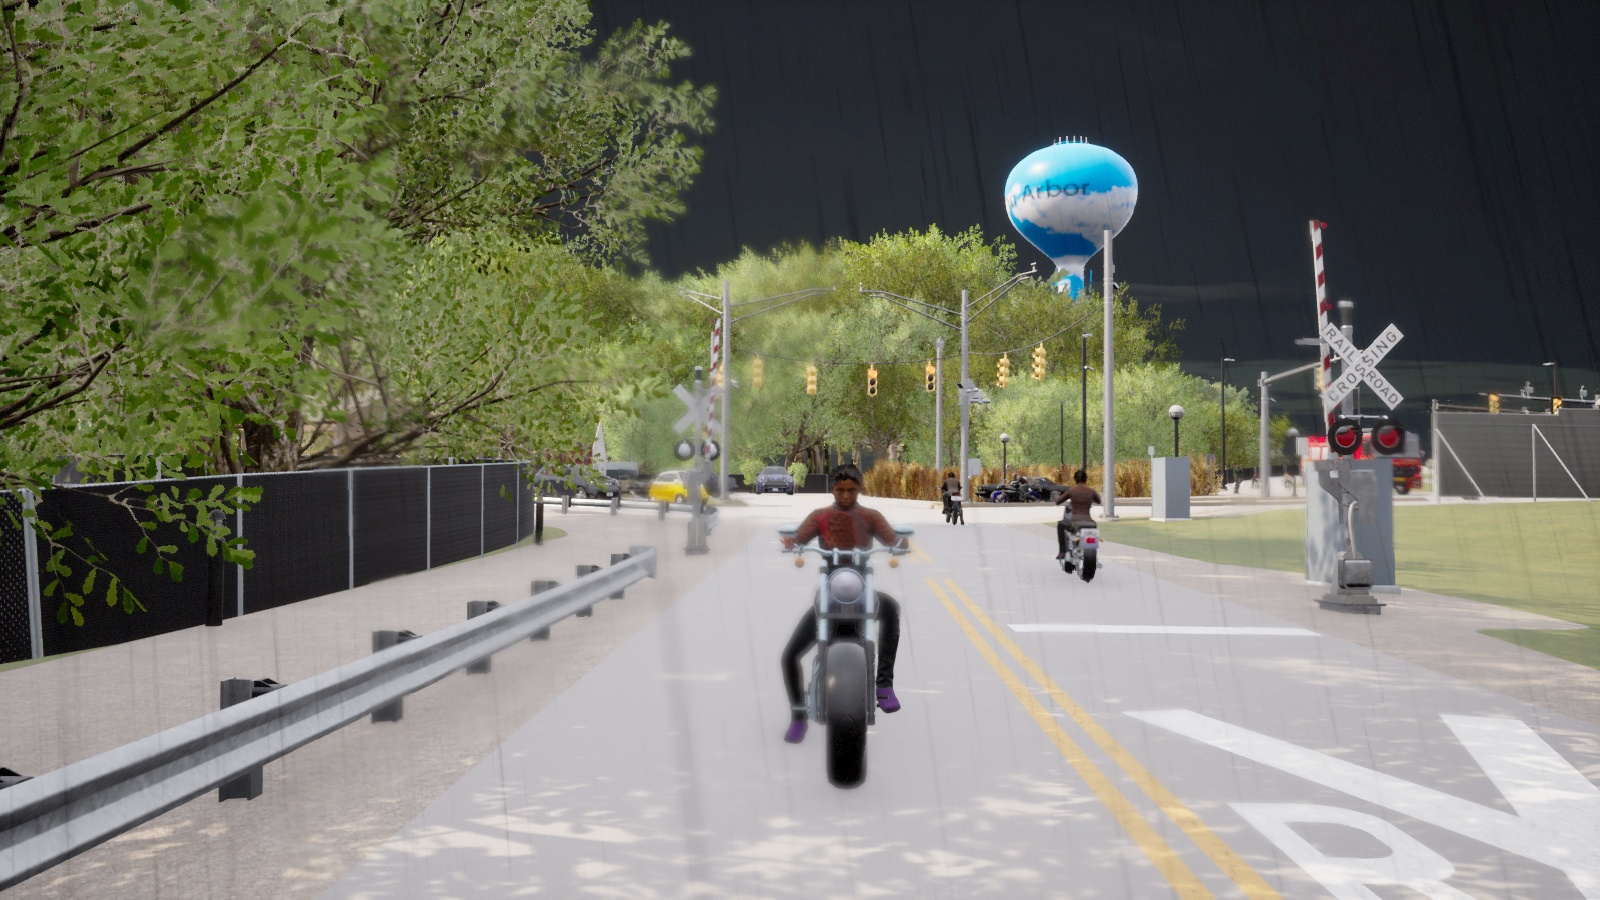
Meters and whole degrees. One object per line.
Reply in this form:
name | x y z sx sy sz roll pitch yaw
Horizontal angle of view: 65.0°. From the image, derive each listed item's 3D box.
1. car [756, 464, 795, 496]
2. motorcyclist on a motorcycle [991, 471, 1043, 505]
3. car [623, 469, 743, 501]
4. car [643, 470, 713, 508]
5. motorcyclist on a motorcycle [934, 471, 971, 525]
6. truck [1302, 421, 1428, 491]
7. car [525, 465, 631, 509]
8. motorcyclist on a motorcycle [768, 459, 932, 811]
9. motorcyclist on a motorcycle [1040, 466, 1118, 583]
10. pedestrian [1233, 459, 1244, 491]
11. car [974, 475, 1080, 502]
car | -1.446 1.721 72.511 2.097 1.767 4.553 0 -1 -3
motorcyclist on a motorcycle | 9.852 1.730 57.019 2.191 1.530 0.866 0 -1 -4
car | -5.567 1.672 60.031 5.357 1.411 2.033 0 -1 -33
car | -4.659 1.502 47.847 2.207 1.376 1.481 -2 -3 34
motorcyclist on a motorcycle | 4.416 1.370 36.557 0.797 1.523 2.044 1 -1 -1
truck | 32.598 0.409 72.909 2.891 3.827 8.468 0 -1 -5
car | -7.954 1.328 44.831 3.633 1.501 1.845 -1 -3 41
motorcyclist on a motorcycle | 0.269 0.884 7.084 0.766 1.649 2.350 0 -1 2
motorcyclist on a motorcycle | 4.171 1.079 18.928 0.766 1.649 2.350 0 -1 3
pedestrian | 25.762 1.477 73.812 0.353 1.847 0.614 0 -3 -4
car | 10.902 1.855 60.602 4.718 1.301 1.895 0 -1 -4
